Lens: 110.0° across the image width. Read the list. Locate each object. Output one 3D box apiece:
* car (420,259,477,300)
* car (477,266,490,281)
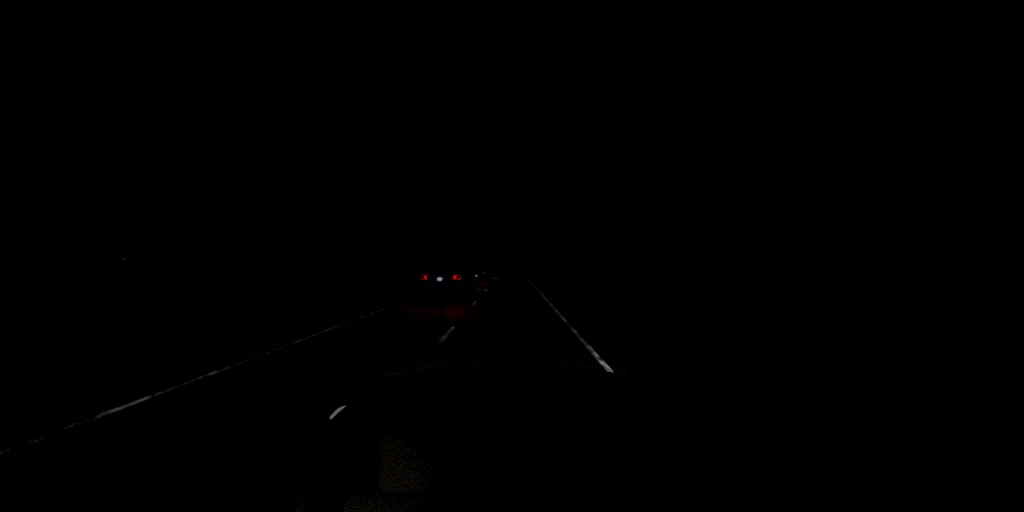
[{"bbox_3d":[-3.401,1.212,19.538,2.150,2.045,5.566,0,-1,0],"label":"car"},{"bbox_3d":[-3.419,1.751,36.948,1.812,1.442,4.674,0,-1,0],"label":"car"}]
